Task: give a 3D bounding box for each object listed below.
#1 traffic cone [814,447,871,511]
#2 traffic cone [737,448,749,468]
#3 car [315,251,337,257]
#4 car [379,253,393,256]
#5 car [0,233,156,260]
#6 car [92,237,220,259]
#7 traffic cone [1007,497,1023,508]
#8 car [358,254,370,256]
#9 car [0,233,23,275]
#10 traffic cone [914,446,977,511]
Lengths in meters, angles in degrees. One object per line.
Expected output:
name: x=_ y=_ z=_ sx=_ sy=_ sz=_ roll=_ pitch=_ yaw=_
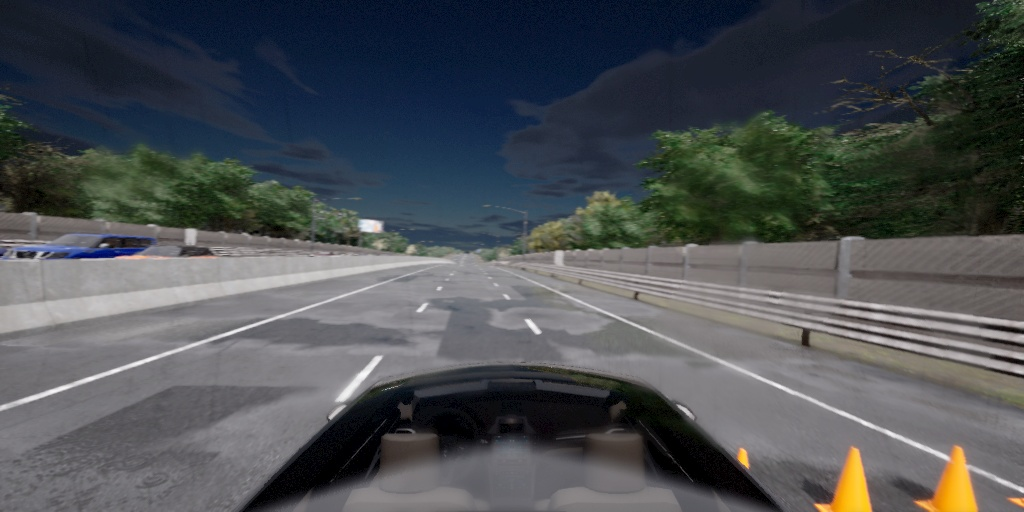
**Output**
traffic cone: x=2.768 y=1.861 z=2.926 sx=0.340 sy=0.580 sz=0.340 roll=0 pitch=0 yaw=-7
traffic cone: x=1.777 y=1.807 z=2.808 sx=0.340 sy=0.580 sz=0.340 roll=0 pitch=0 yaw=-7
car: x=-27.313 y=0.035 z=52.789 sx=1.812 sy=1.442 sz=4.674 roll=3 pitch=-1 yaw=-6
car: x=-21.122 y=0.360 z=60.141 sx=2.097 sy=1.767 sz=4.553 roll=3 pitch=-1 yaw=-7
car: x=-19.545 y=-0.064 z=16.833 sx=2.150 sy=2.045 sz=5.566 roll=3 pitch=0 yaw=-7
car: x=-16.034 y=0.257 z=16.838 sx=2.097 sy=1.767 sz=4.553 roll=3 pitch=0 yaw=-7
traffic cone: x=4.751 y=1.970 z=3.163 sx=0.340 sy=0.580 sz=0.340 roll=0 pitch=0 yaw=-7
car: x=-24.599 y=0.352 z=59.695 sx=1.994 sy=1.385 sz=4.181 roll=3 pitch=-1 yaw=-7
car: x=-22.692 y=-0.117 z=13.635 sx=2.097 sy=1.767 sz=4.553 roll=3 pitch=0 yaw=-7
traffic cone: x=3.760 y=1.916 z=3.045 sx=0.340 sy=0.580 sz=0.340 roll=0 pitch=0 yaw=-7
